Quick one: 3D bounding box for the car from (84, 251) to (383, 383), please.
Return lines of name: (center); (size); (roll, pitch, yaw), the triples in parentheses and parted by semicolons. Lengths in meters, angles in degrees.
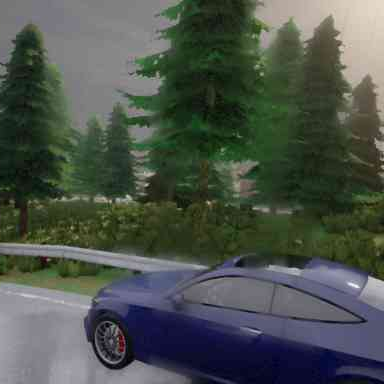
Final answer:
car: (0.770, 1.499, 4.088); (4.674, 1.442, 1.812); (1, 1, 31)
